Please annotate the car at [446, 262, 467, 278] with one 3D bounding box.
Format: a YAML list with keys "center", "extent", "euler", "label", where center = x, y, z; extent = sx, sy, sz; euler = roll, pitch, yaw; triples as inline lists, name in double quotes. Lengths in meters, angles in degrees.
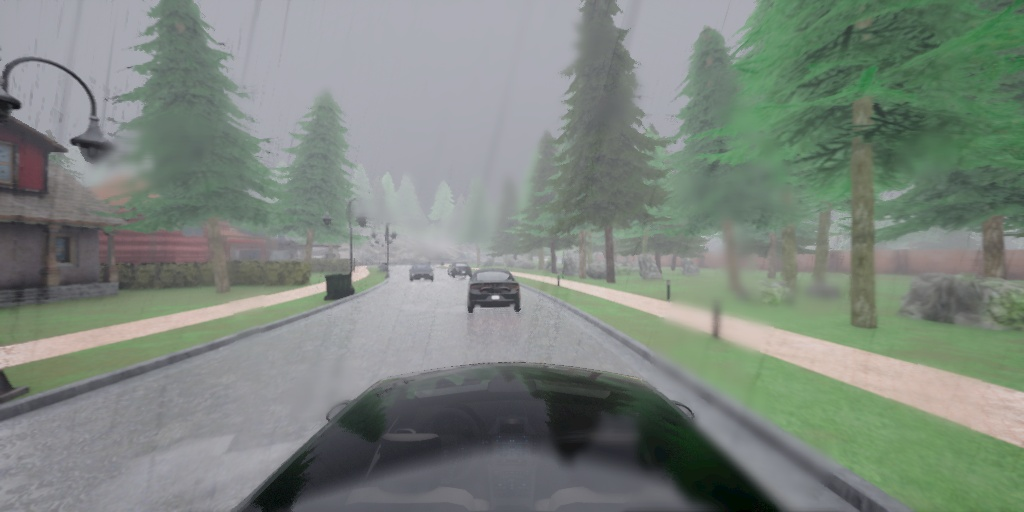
- center: [-5.041, 1.283, 34.505]
  extent: [1.812, 1.442, 4.674]
  euler: [0, 0, -17]
  label: "car"

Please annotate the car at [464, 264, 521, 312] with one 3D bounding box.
- center: [-0.822, 1.226, 14.387]
  extent: [1.882, 1.535, 5.008]
  euler: [0, 0, -6]
  label: "car"

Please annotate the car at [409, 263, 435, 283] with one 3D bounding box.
- center: [-7.303, 1.314, 29.107]
  extent: [2.033, 1.411, 5.357]
  euler: [0, 0, -15]
  label: "car"
